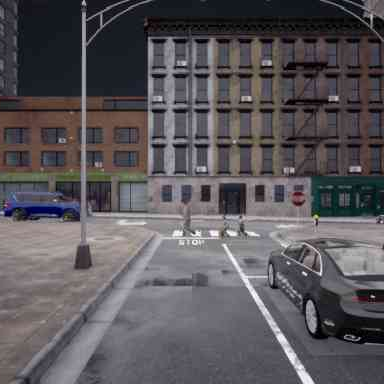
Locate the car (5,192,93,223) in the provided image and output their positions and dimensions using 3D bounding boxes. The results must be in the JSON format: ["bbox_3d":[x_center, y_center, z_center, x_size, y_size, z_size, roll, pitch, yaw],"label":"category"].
[{"bbox_3d":[-9.625,1.049,22.557,5.566,2.045,2.150,1,0,0],"label":"car"}]

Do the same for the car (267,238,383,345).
[{"bbox_3d":[2.638,1.552,6.349,2.008,1.369,4.403,0,0,0],"label":"car"}]

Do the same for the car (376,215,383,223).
[{"bbox_3d":[17.178,1.984,25.412,5.357,1.411,2.033,1,0,0],"label":"car"}]

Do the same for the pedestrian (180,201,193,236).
[{"bbox_3d":[-0.262,1.296,16.872,0.375,1.860,0.375,0,0,0],"label":"pedestrian"}]

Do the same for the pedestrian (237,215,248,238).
[{"bbox_3d":[2.459,1.676,16.267,0.500,1.100,0.500,0,0,0],"label":"pedestrian"}]

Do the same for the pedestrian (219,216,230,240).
[{"bbox_3d":[1.581,1.676,15.670,0.500,1.100,0.500,0,0,0],"label":"pedestrian"}]

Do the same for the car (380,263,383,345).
[{"bbox_3d":[2.644,1.440,0.845,1.967,1.590,4.097,0,0,0],"label":"car"}]
